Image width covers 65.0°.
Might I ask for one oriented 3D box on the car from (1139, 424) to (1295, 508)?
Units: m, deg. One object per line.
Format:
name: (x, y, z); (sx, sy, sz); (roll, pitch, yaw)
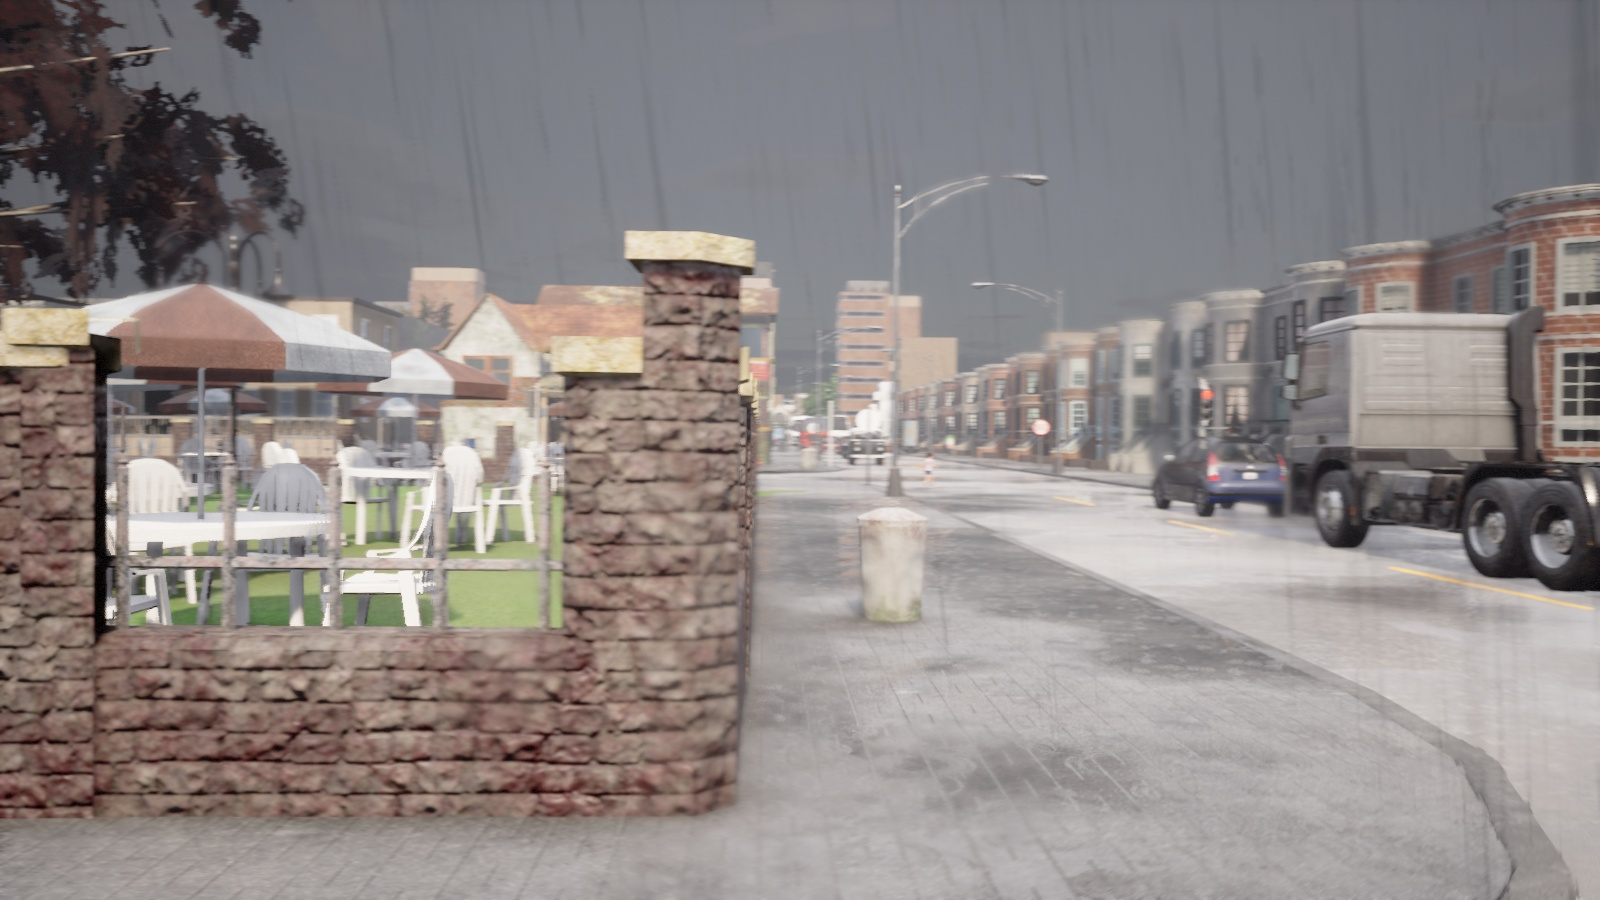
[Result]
car: (8.673, 0.283, 26.487); (1.851, 1.617, 3.988); (-1, 1, -2)

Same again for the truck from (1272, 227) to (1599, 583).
truck: (9.066, -0.481, 15.887); (2.891, 3.462, 7.936); (-1, 0, -3)

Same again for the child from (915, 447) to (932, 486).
child: (3.573, 0.474, 36.372); (0.394, 1.110, 0.255); (-1, 1, -28)

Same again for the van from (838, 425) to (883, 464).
van: (3.237, -0.304, 67.837); (2.069, 2.038, 4.480); (-1, 1, -2)
